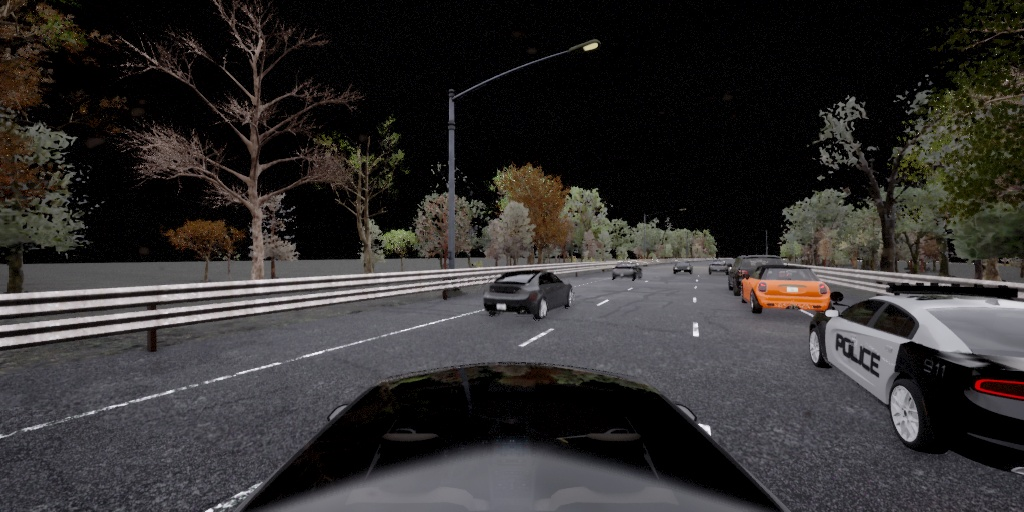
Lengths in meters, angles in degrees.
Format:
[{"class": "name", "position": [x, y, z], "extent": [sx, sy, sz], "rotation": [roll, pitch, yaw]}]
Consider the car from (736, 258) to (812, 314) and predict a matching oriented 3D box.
[{"class": "car", "position": [9.987, 1.102, 13.431], "extent": [2.097, 1.767, 4.553], "rotation": [0, 0, 27]}]

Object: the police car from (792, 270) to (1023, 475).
[{"class": "police car", "position": [5.627, 1.175, 4.727], "extent": [1.930, 1.638, 5.238], "rotation": [0, 0, 26]}]

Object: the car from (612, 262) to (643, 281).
[{"class": "car", "position": [9.723, 1.251, 30.078], "extent": [2.128, 1.511, 4.902], "rotation": [0, 0, 28]}]

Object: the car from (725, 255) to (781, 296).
[{"class": "car", "position": [12.723, 0.978, 18.754], "extent": [2.150, 2.045, 5.566], "rotation": [0, 0, 27]}]

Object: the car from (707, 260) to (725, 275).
[{"class": "car", "position": [22.610, 1.261, 39.273], "extent": [2.128, 1.511, 4.902], "rotation": [0, 0, 30]}]

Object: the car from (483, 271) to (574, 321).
[{"class": "car", "position": [0.773, 1.255, 12.777], "extent": [1.837, 1.490, 4.892], "rotation": [0, 0, 27]}]

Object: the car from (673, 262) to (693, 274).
[{"class": "car", "position": [19.487, 1.369, 40.718], "extent": [1.895, 1.301, 4.718], "rotation": [0, 0, 29]}]
